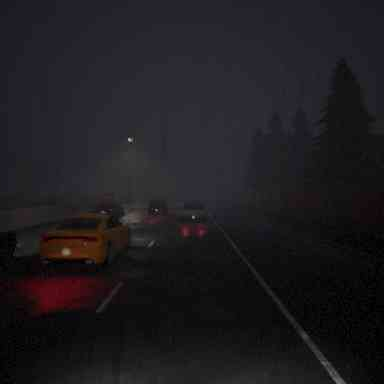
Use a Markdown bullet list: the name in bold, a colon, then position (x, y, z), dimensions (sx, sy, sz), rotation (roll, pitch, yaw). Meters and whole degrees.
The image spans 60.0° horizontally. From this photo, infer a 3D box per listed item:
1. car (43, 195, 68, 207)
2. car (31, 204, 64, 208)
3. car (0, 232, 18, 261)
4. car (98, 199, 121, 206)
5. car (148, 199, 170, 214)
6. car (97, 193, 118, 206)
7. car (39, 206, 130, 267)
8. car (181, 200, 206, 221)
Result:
- **car**: position (-21.085, 1.320, 51.586), dimensions (2.097, 1.767, 4.553), rotation (0, 0, 0)
- **car**: position (-17.580, 1.452, 39.812), dimensions (1.882, 1.535, 5.008), rotation (0, 0, 0)
- **car**: position (-6.898, 1.595, 9.300), dimensions (1.895, 1.301, 4.718), rotation (0, 0, 0)
- **car**: position (-6.896, 1.546, 27.565), dimensions (1.994, 1.385, 4.181), rotation (0, 0, 0)
- **car**: position (-3.396, 1.483, 34.429), dimensions (1.837, 1.490, 4.892), rotation (0, 0, 0)
- **car**: position (-14.100, 1.174, 55.672), dimensions (2.150, 2.045, 5.566), rotation (0, 0, 0)
- **car**: position (-3.399, 1.470, 11.461), dimensions (1.882, 1.535, 5.008), rotation (0, 0, 0)
- **car**: position (0.104, 1.583, 27.109), dimensions (1.895, 1.301, 4.718), rotation (0, 0, 0)
